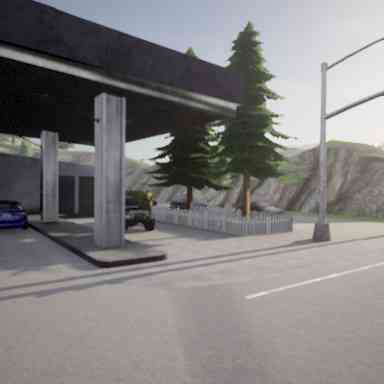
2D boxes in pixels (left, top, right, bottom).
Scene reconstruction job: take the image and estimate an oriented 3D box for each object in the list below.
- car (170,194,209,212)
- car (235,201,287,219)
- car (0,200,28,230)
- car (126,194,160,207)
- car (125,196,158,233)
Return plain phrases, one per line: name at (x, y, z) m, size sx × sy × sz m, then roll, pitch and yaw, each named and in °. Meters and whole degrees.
car at (-0.259, 1.044, 33.053) m, size 2.097 × 1.767 × 4.553 m, roll 0°, pitch 1°, yaw -35°
car at (5.120, 1.421, 25.202) m, size 1.994 × 1.385 × 4.181 m, roll 0°, pitch 1°, yaw -34°
car at (-10.827, 1.274, 19.044) m, size 2.242 × 1.667 × 4.611 m, roll 0°, pitch 1°, yaw -35°
car at (-6.260, 1.056, 41.822) m, size 2.033 × 1.411 × 5.357 m, roll 0°, pitch 1°, yaw -34°
car at (-3.700, 1.179, 18.740) m, size 1.905 × 1.878 × 3.866 m, roll 0°, pitch 1°, yaw -35°
